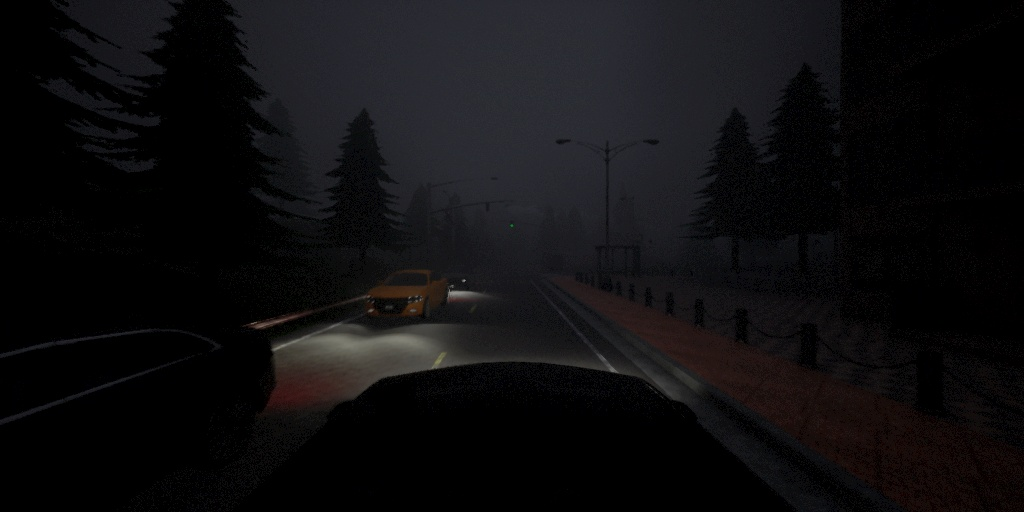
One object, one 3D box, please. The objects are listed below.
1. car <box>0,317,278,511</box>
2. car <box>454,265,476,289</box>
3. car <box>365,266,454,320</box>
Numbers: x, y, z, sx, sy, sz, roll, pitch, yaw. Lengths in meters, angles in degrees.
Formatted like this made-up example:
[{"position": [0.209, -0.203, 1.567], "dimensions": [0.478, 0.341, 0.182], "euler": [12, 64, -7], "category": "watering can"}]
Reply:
[{"position": [-3.604, 1.235, 2.067], "dimensions": [2.128, 1.511, 4.902], "euler": [0, 0, 0], "category": "car"}, {"position": [-3.421, 1.319, 23.227], "dimensions": [2.033, 1.411, 5.357], "euler": [0, 0, 0], "category": "car"}, {"position": [-3.545, 1.220, 12.889], "dimensions": [1.882, 1.535, 5.008], "euler": [0, 0, 0], "category": "car"}]
